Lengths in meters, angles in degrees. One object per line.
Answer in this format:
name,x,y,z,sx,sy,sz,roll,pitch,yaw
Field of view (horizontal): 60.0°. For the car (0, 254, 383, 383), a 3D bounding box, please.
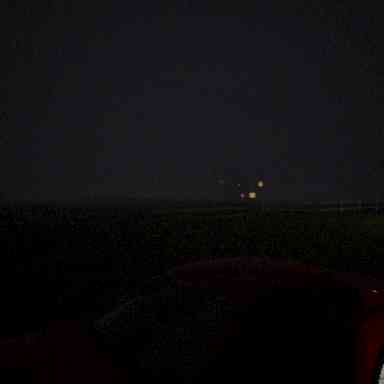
car,0.312,1.477,3.291,5.008,1.535,1.882,0,0,-35
